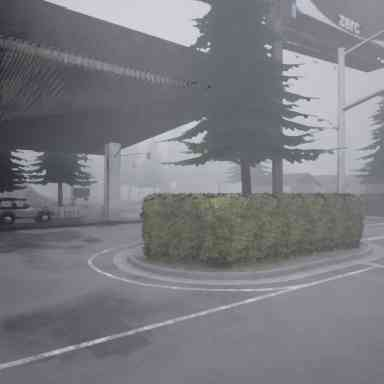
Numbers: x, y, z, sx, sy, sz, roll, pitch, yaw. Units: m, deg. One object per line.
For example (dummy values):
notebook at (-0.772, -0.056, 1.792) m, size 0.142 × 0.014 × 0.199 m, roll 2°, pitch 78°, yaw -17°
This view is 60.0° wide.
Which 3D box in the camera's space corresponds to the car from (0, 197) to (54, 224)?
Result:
car at (-11.961, 1.313, 23.491) m, size 3.866 × 1.878 × 1.905 m, roll 0°, pitch 0°, yaw -36°
